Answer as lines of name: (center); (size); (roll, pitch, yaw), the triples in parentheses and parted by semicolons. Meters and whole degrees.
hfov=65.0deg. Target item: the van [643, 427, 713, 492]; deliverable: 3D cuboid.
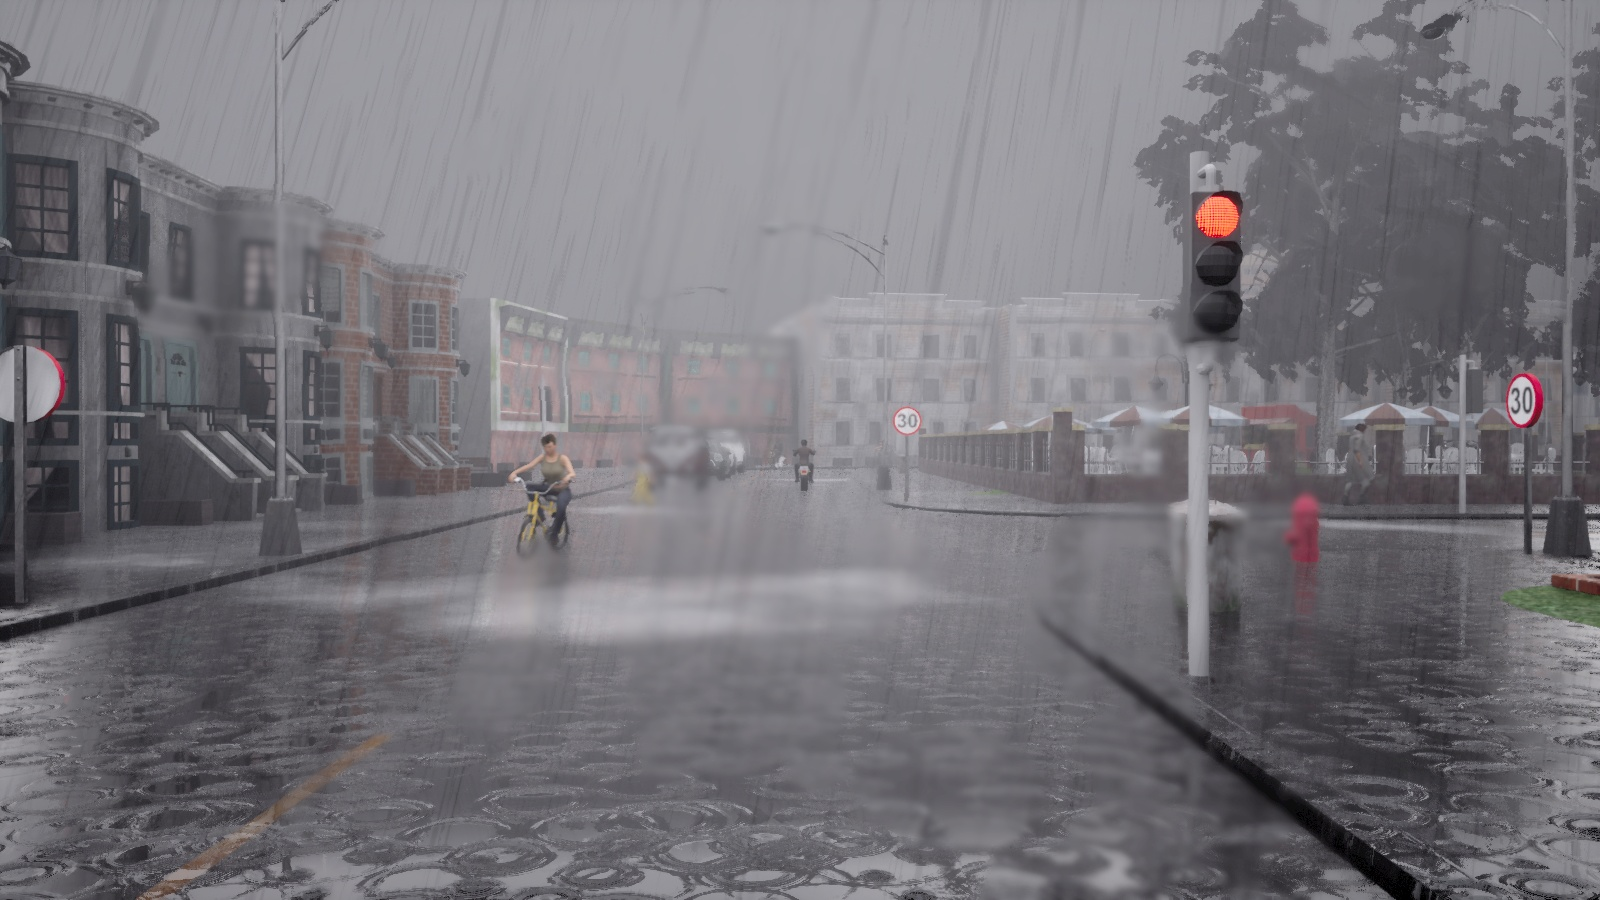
van: (-3.858, 0.268, 40.407); (1.775, 1.987, 4.442); (0, 0, 0)

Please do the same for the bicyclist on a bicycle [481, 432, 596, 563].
bicyclist on a bicycle: (-3.401, 0.587, 16.465); (0.866, 1.612, 1.509); (2, 1, 13)

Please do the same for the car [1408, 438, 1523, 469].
car: (35.729, 0.173, 67.509); (5.027, 1.651, 2.152); (0, 0, 0)

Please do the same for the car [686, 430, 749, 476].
car: (-3.837, 0.127, 59.414); (2.150, 2.045, 5.566); (0, 0, 5)

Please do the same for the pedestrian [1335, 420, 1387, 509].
pedestrian: (12.370, 0.310, 27.699); (0.873, 1.952, 0.659); (0, 0, 3)

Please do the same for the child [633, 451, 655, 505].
child: (-3.648, 0.650, 29.381); (0.437, 1.263, 0.270); (0, 0, -40)

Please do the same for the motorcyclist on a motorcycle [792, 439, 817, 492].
motorcyclist on a motorcycle: (0.134, 0.470, 40.136); (0.766, 1.649, 2.350); (0, 0, 0)

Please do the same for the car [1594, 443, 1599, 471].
car: (45.081, 0.380, 67.495); (3.705, 1.549, 1.789); (0, 0, 0)

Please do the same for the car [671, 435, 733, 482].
car: (-3.842, 0.321, 49.766); (2.097, 1.767, 4.553); (0, 0, 0)
